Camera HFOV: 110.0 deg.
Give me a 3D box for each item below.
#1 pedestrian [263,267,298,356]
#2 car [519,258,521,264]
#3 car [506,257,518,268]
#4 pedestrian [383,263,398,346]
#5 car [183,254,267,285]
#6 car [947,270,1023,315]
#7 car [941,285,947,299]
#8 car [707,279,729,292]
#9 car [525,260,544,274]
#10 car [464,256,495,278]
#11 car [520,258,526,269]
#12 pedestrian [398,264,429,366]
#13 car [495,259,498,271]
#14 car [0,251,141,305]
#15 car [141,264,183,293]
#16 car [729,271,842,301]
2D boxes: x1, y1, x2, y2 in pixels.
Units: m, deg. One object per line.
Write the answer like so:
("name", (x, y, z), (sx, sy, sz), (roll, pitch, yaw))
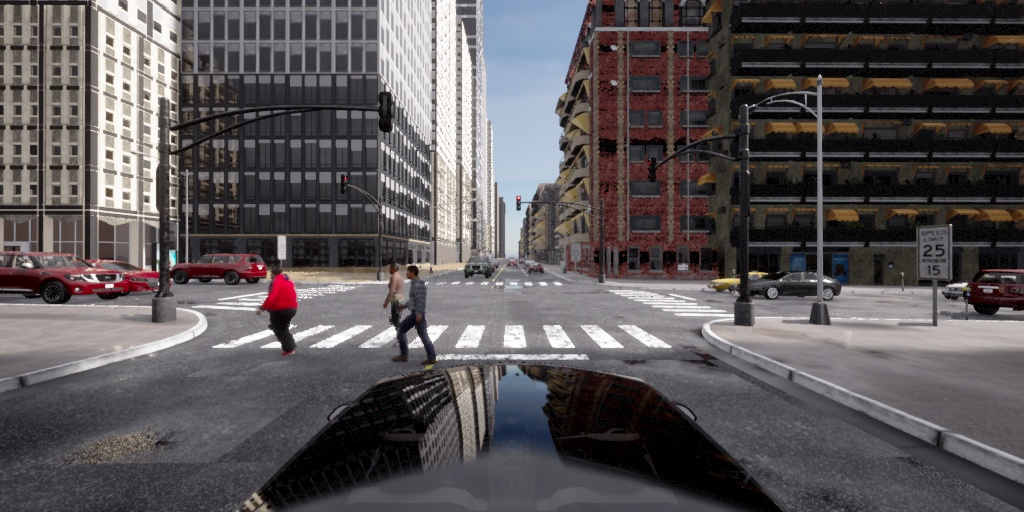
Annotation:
("pedestrian", (-4.615, 1.044, 7.165), (0.375, 1.860, 0.375), (0, 0, 0))
("car", (2.703, 1.320, 60.293), (2.007, 1.370, 4.403), (0, 0, 0))
("car", (0.013, 1.298, 63.911), (1.812, 1.442, 4.674), (0, 0, 0))
("pedestrian", (-2.528, 1.044, 7.866), (0.375, 1.860, 0.375), (0, 0, 0))
("car", (-17.706, 0.776, 21.753), (5.009, 1.841, 2.192), (0, 0, 0))
("car", (20.601, 1.461, 13.731), (5.009, 1.841, 2.192), (0, 0, 0))
("car", (26.455, 1.792, 19.537), (4.674, 1.442, 1.812), (1, 0, 0))
("car", (14.634, 1.587, 22.028), (4.829, 1.417, 1.751), (0, 0, 0))
("car", (2.749, 1.341, 41.728), (1.802, 1.307, 4.207), (0, 0, 0))
("car", (-3.093, 0.977, 33.630), (2.150, 2.045, 5.566), (0, 0, 0))
("car", (2.701, 1.317, 54.645), (2.007, 1.370, 4.403), (0, 0, 0))
("pedestrian", (-1.768, 1.044, 6.465), (0.375, 1.860, 0.375), (0, 0, 0))
("car", (-3.085, 1.286, 44.351), (1.812, 1.442, 4.674), (0, 0, 0))
("car", (-17.573, 0.757, 13.373), (5.009, 1.841, 2.192), (0, 0, 0))
("car", (-18.158, 0.916, 15.960), (5.008, 1.535, 1.882), (1, 0, 0))
("car", (14.946, 1.562, 19.444), (4.892, 1.490, 1.837), (1, 0, 0))
